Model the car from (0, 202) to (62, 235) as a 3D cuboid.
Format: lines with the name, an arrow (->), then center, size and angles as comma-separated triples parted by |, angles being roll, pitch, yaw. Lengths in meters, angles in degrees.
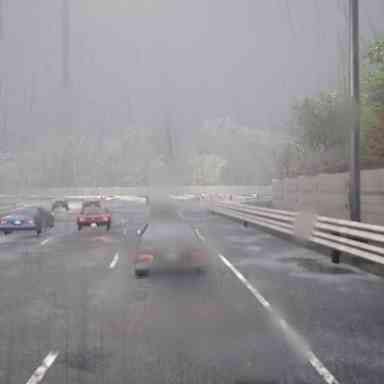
car -> -9.143, 1.548, 18.923 | 2.033, 1.411, 5.357 | -1, 0, -12

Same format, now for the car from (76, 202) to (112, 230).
car -> -6.014, 1.566, 20.913 | 1.895, 1.301, 4.718 | -1, 0, -12

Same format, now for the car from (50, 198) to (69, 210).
car -> -16.255, 1.476, 40.926 | 1.837, 1.490, 4.892 | -1, 0, -23

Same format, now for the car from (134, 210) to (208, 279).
car -> -0.692, 1.511, 9.960 | 2.033, 1.411, 5.357 | -1, 0, -5

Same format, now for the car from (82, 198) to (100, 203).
car -> -12.399, 1.415, 40.810 | 1.882, 1.535, 5.008 | -1, 0, -23

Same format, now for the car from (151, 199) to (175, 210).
car -> -2.576, 1.390, 29.525 | 2.128, 1.511, 4.902 | -1, 0, -4
